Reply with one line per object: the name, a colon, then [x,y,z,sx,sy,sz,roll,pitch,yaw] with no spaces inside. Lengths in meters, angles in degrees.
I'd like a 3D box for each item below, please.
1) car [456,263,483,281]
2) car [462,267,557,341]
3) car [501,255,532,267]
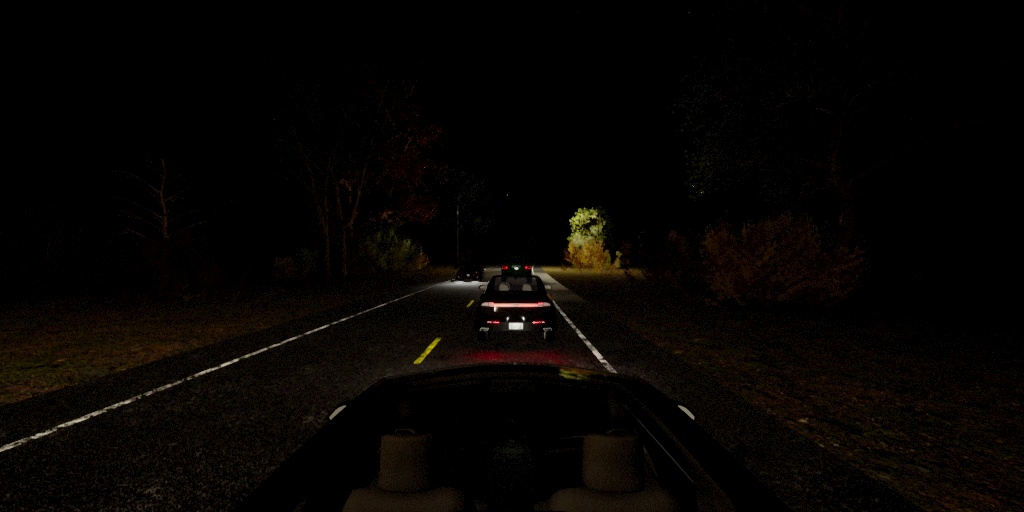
car: [-3.293,1.287,29.312,1.994,1.385,4.181,0,0,2]
car: [0.101,1.237,9.842,2.128,1.511,4.902,0,0,0]
car: [0.350,0.951,27.185,2.150,2.045,5.566,0,0,1]
